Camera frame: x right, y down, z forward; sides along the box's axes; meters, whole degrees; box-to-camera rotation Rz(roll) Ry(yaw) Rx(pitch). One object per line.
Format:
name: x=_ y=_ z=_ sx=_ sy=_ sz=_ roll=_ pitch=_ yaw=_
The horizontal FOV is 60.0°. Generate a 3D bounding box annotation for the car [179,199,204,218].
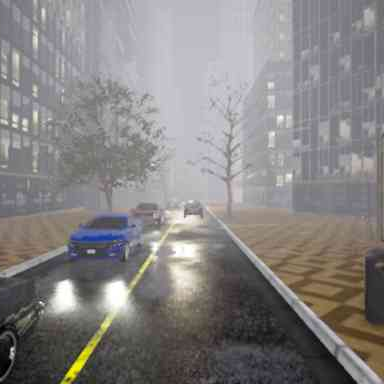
car: x=0.133 y=1.683 z=32.352 sx=2.128 sy=1.511 sz=4.902 roll=0 pitch=-1 yaw=0

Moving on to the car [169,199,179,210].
car: x=-2.810 y=1.743 z=49.509 sx=2.128 sy=1.511 sz=4.902 roll=0 pitch=0 yaw=0

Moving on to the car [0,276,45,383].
car: x=-3.095 y=1.558 z=2.575 sx=2.033 sy=1.411 sz=5.357 roll=0 pitch=0 yaw=0

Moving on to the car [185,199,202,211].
car: x=0.224 y=1.778 z=46.350 sx=2.128 sy=1.511 sz=4.902 roll=0 pitch=0 yaw=1

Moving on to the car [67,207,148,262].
car: x=-3.048 y=1.545 z=12.570 sx=1.882 sy=1.535 sz=5.008 roll=0 pitch=0 yaw=0

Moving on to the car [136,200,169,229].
car: x=-3.005 y=1.479 z=22.667 sx=2.097 sy=1.767 sz=4.553 roll=0 pitch=0 yaw=0
